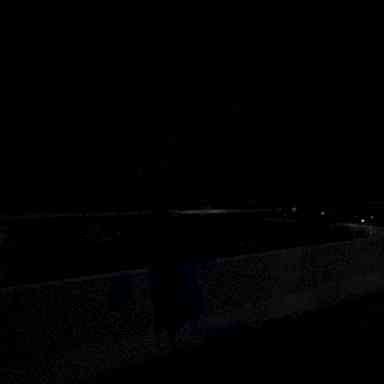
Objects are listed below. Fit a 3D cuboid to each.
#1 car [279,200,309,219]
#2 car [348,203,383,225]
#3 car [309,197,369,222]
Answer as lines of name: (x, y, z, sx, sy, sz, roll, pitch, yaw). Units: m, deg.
car: (10.466, 1.584, 31.634, 4.553, 1.767, 2.097, 0, 0, -30)
car: (15.104, 1.795, 26.238, 5.357, 1.411, 2.033, 1, 0, -30)
car: (13.352, 1.454, 29.268, 5.566, 2.045, 2.150, 1, 0, -30)
